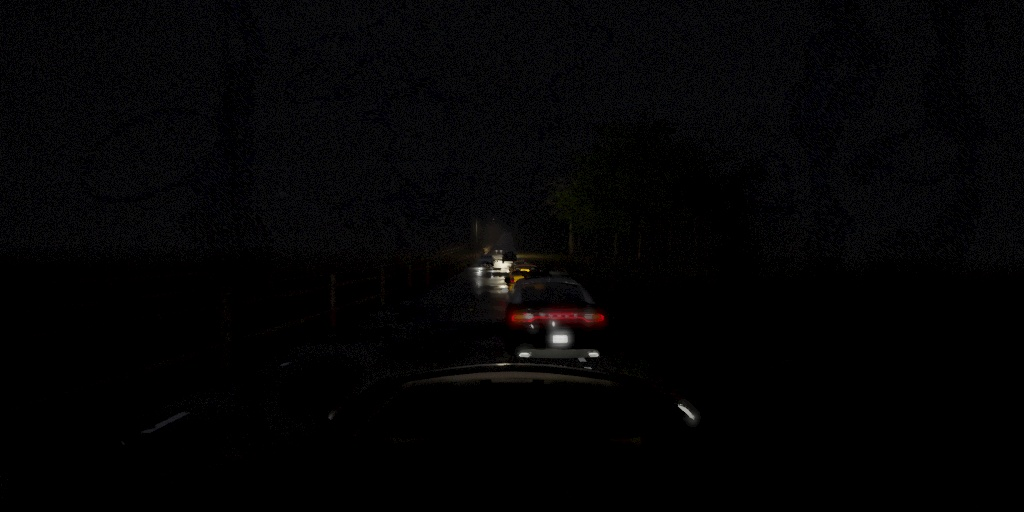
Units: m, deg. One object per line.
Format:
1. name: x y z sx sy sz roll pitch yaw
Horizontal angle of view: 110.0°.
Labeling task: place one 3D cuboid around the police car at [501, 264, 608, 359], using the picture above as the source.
1. police car: 0.774 1.149 8.499 1.930 1.638 5.238 0 0 0

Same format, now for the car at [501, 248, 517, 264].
1. car: -0.357 0.112 51.823 2.097 1.767 4.553 0 2 0

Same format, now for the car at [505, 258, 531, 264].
1. car: 0.688 1.072 18.576 1.801 1.575 5.366 0 1 0

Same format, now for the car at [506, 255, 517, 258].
1. car: 0.637 0.969 24.574 1.801 1.575 5.366 0 1 0

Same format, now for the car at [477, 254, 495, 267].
1. car: -3.099 0.553 43.270 1.812 1.442 4.674 0 2 0
